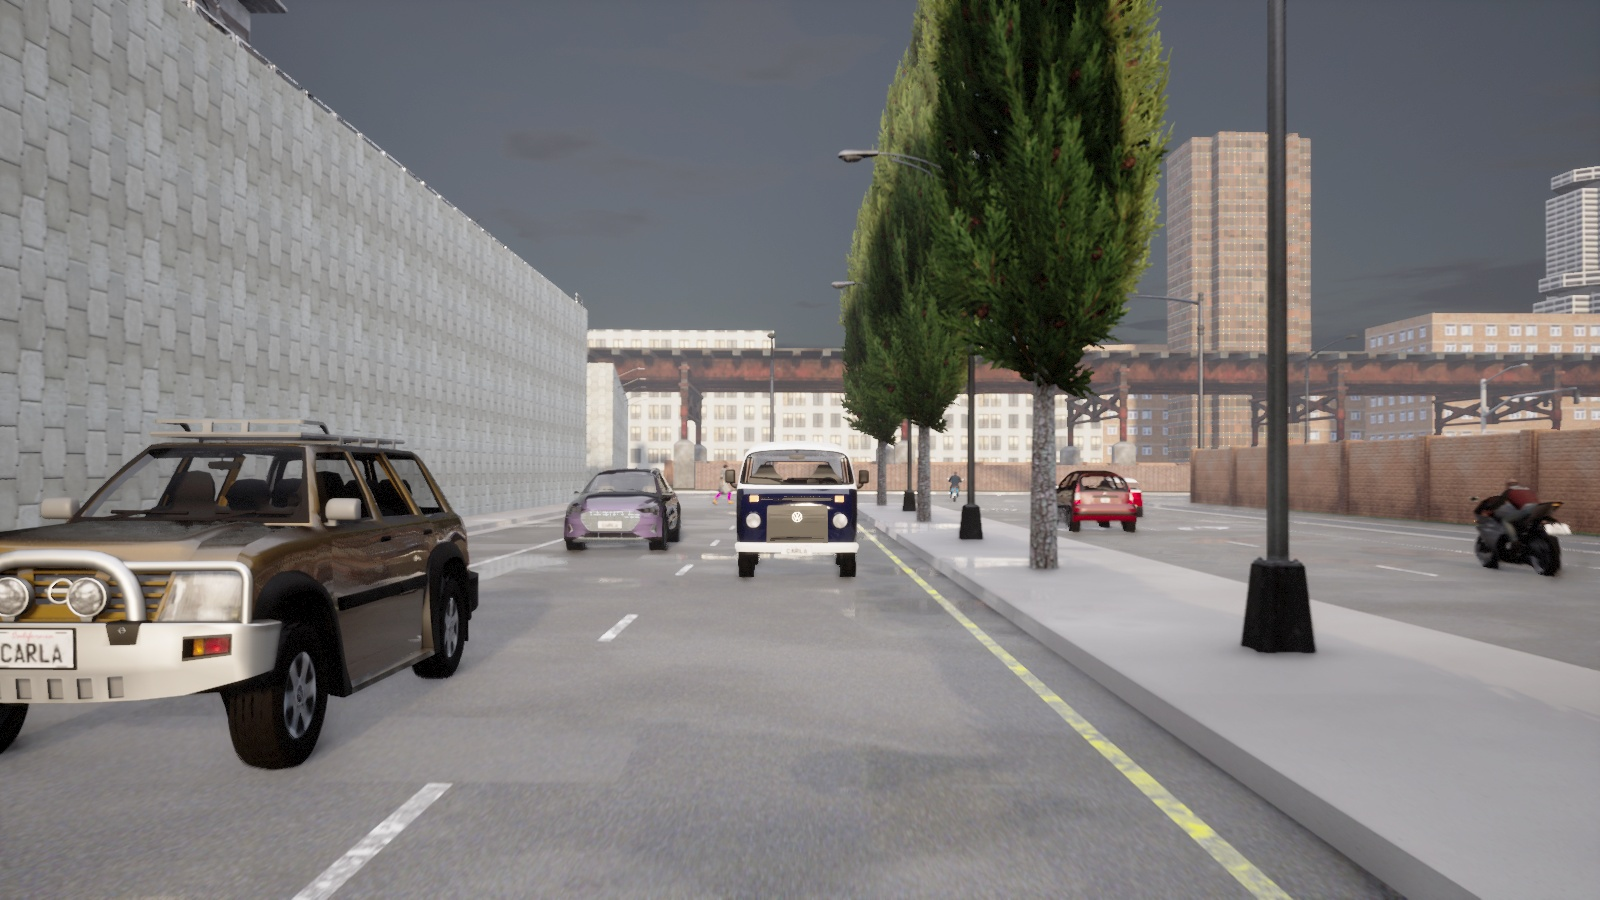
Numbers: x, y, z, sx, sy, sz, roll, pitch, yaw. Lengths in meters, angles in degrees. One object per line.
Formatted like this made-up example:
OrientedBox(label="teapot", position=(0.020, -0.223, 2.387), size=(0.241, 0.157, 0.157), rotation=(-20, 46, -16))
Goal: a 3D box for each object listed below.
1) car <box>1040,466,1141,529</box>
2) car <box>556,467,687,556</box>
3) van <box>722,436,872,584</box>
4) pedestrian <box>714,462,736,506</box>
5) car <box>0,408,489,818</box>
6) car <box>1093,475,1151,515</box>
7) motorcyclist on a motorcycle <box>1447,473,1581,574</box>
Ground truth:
OrientedBox(label="car", position=(7.923, 1.261, 34.603), size=(1.851, 1.617, 3.988), rotation=(0, -1, 0))
OrientedBox(label="car", position=(-3.558, 1.194, 25.935), size=(2.033, 1.649, 4.856), rotation=(0, -1, 0))
OrientedBox(label="van", position=(-0.044, 0.866, 19.568), size=(2.069, 2.038, 4.480), rotation=(0, -1, 0))
OrientedBox(label="pedestrian", position=(-3.350, 1.533, 56.232), size=(0.873, 1.952, 0.659), rotation=(0, -1, -13))
OrientedBox(label="car", position=(-3.519, 0.780, 8.017), size=(1.932, 1.855, 4.605), rotation=(0, -1, 0))
OrientedBox(label="car", position=(11.404, 1.571, 44.559), size=(1.481, 1.376, 2.207), rotation=(0, -1, 0))
OrientedBox(label="motorcyclist on a motorcycle", position=(11.452, 1.143, 20.237), size=(0.866, 1.530, 2.191), rotation=(0, -1, -1))
